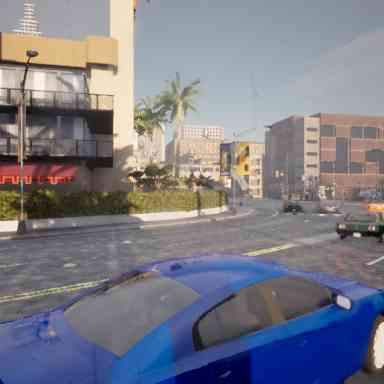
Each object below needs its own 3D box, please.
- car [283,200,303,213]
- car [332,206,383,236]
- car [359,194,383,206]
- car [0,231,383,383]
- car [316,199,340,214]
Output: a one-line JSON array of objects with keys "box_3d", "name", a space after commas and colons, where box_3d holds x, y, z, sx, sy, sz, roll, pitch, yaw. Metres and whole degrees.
[{"box_3d": [11.109, 1.581, 36.700, 1.895, 1.301, 4.718, 0, 0, 13], "name": "car"}, {"box_3d": [8.692, 1.595, 16.316, 1.895, 1.301, 4.718, 0, 0, 40], "name": "car"}, {"box_3d": [16.478, 1.339, 29.931, 2.097, 1.767, 4.553, 0, 0, 20], "name": "car"}, {"box_3d": [0.490, 1.475, 3.801, 5.008, 1.535, 1.882, 0, 0, -39], "name": "car"}, {"box_3d": [14.392, 1.508, 35.488, 1.812, 1.442, 4.674, 0, 0, 14], "name": "car"}]
